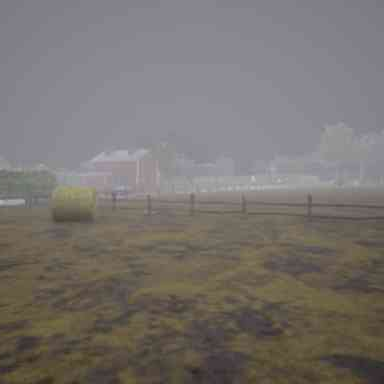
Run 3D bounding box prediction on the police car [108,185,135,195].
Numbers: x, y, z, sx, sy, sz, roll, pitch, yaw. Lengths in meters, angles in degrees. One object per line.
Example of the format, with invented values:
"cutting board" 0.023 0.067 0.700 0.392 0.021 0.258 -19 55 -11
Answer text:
"police car" -11.837 -0.338 55.838 1.930 1.638 5.238 3 4 35
